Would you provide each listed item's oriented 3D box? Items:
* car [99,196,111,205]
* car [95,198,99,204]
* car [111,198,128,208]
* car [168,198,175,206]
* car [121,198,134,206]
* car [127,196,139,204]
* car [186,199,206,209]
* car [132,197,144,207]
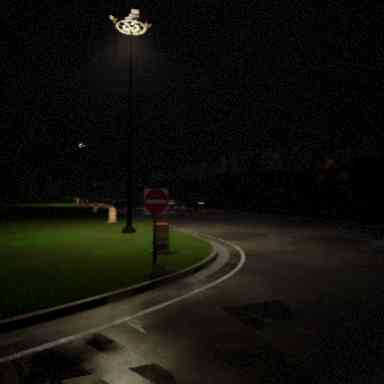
[{"bbox_3d":[-17.449,1.958,69.185,2.033,1.411,5.357,1,0,-22],"label":"car"},{"bbox_3d":[-21.257,1.989,78.804,1.812,1.442,4.674,1,0,-22],"label":"car"},{"bbox_3d":[-11.811,1.876,55.216,1.812,1.442,4.674,1,-1,-22],"label":"car"},{"bbox_3d":[-4.880,1.972,65.964,1.882,1.535,5.008,1,0,-22],"label":"car"},{"bbox_3d":[-13.225,1.999,68.025,1.994,1.385,4.181,1,0,-22],"label":"car"},{"bbox_3d":[-14.343,1.889,80.361,2.097,1.767,4.553,1,0,-22],"label":"car"},{"bbox_3d":[0.567,1.921,52.477,2.128,1.511,4.902,1,-1,-22],"label":"car"},{"bbox_3d":[-9.319,1.874,58.358,1.882,1.535,5.008,1,0,-22],"label":"car"}]
